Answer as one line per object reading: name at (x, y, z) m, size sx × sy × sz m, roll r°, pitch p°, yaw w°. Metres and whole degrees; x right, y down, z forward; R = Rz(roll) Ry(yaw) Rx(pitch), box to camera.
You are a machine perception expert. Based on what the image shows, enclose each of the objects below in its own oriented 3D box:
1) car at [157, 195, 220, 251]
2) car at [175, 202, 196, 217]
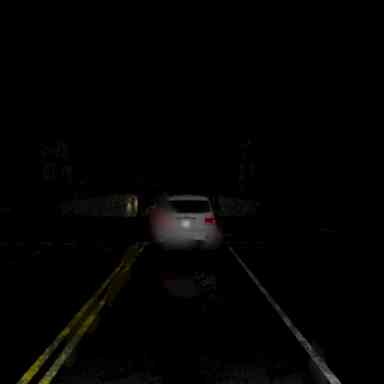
car at (-0.044, 1.125, 13.764) m, size 2.150 × 2.045 × 5.566 m, roll 0°, pitch 0°, yaw 3°
car at (-0.612, 1.737, 31.969) m, size 1.895 × 1.301 × 4.718 m, roll 0°, pitch -6°, yaw -1°
